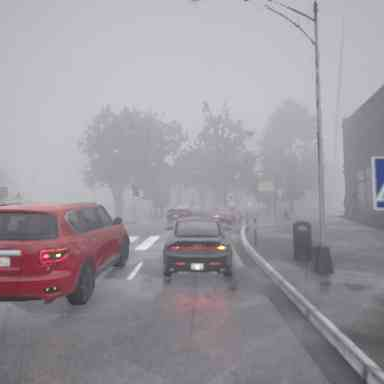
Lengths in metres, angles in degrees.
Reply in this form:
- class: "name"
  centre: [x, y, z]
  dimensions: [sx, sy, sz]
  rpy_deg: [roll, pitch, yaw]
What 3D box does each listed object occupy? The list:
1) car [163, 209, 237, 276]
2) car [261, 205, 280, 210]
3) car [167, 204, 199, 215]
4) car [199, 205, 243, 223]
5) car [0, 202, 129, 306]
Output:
- class: "car"
  centre: [0.197, 1.528, 10.418]
  dimensions: [1.837, 1.490, 4.892]
  rpy_deg: [0, 0, 2]
- class: "car"
  centre: [19.025, 3.950, 80.667]
  dimensions: [4.902, 1.511, 2.128]
  rpy_deg: [-3, -5, 37]
- class: "car"
  centre: [-0.255, 1.685, 26.237]
  dimensions: [1.882, 1.535, 5.008]
  rpy_deg: [-2, -3, 22]
- class: "car"
  centre: [2.321, 1.638, 23.848]
  dimensions: [1.994, 1.385, 4.181]
  rpy_deg: [-2, -2, 20]
- class: "car"
  centre: [-3.113, 1.245, 8.237]
  dimensions: [2.150, 2.045, 5.566]
  rpy_deg: [0, 0, 2]
